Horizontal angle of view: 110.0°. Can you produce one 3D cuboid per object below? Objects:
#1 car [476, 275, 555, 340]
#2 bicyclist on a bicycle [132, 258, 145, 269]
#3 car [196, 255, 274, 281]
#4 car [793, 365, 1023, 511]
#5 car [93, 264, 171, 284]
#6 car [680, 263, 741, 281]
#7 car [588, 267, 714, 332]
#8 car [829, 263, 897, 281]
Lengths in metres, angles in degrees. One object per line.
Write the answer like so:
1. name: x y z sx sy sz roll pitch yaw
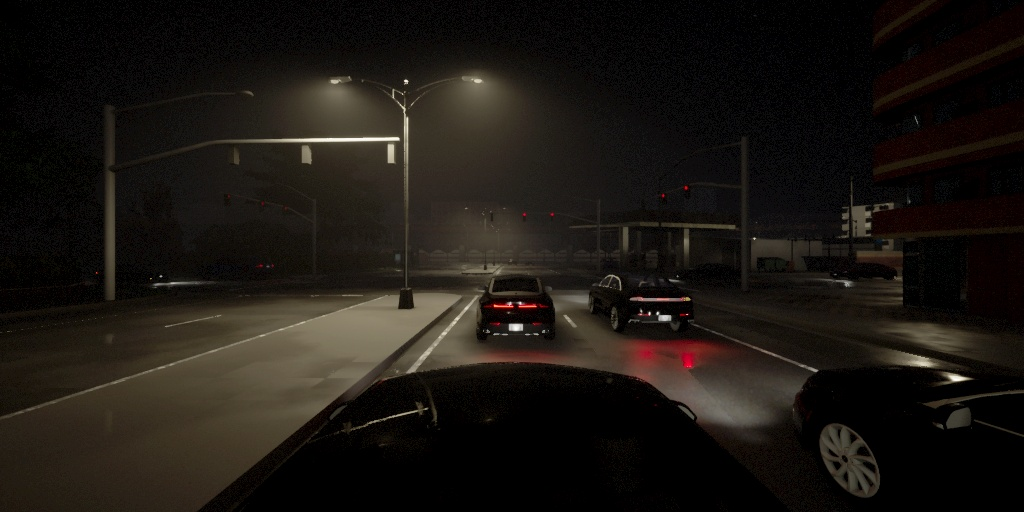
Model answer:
1. car: 0.098 1.255 9.979 1.837 1.490 4.892 0 0 0
2. bicyclist on a bicycle: -38.217 1.053 36.720 0.582 1.620 1.656 0 0 0
3. car: -23.084 0.971 30.018 5.566 2.045 2.150 0 0 0
4. car: 3.600 1.255 1.425 1.837 1.490 4.892 0 0 0
5. car: -27.753 1.314 26.298 4.181 1.385 1.994 0 0 0
6. car: 16.413 1.297 29.820 5.357 1.411 2.033 0 0 -1
7. car: 3.605 1.242 10.833 2.128 1.511 4.902 0 0 0
8. car: 29.359 1.276 30.002 4.674 1.442 1.812 0 0 -1
